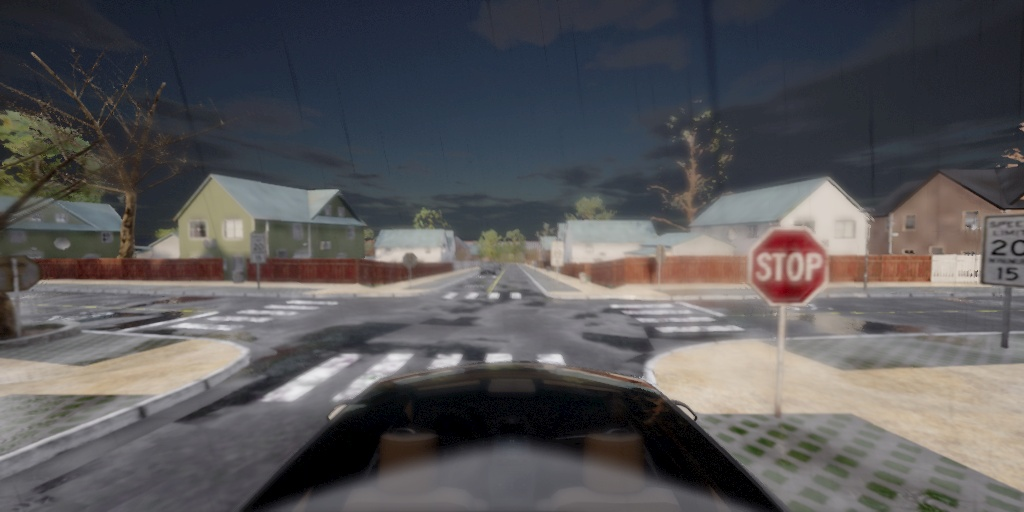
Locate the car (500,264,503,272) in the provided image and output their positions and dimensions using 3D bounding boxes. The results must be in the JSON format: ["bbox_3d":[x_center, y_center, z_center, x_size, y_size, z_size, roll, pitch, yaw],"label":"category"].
[{"bbox_3d":[-2.670,1.913,61.604,2.128,1.511,4.902,0,-1,0],"label":"car"}]

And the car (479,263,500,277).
[{"bbox_3d":[-2.789,1.680,43.391,1.837,1.490,4.892,0,-1,0],"label":"car"}]
